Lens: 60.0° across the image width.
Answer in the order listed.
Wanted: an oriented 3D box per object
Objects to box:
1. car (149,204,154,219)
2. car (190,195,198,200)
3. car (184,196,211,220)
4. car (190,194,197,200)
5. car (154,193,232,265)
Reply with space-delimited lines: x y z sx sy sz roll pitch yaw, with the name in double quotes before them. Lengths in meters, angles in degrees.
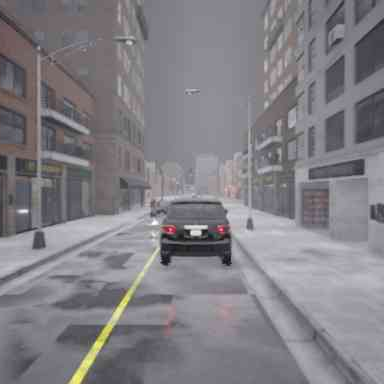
"car" -2.440 1.510 28.697 1.994 1.385 4.181 0 0 1
"car" 0.448 1.401 87.234 1.947 1.339 4.313 0 0 0
"car" 0.499 1.299 28.016 2.097 1.767 4.553 0 0 1
"car" 0.411 1.350 93.009 1.752 1.417 4.829 0 0 0
"car" 0.151 1.198 11.785 2.150 2.045 5.566 0 0 1
